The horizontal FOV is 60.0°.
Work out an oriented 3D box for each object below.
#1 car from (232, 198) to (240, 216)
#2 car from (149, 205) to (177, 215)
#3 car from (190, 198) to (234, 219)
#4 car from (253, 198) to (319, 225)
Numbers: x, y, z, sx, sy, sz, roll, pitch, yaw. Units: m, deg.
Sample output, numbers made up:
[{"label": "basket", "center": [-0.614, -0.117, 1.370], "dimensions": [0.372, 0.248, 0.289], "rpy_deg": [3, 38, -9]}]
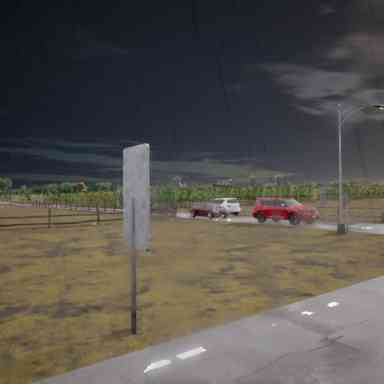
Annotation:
[{"label": "car", "center": [3.086, 1.734, 38.075], "dimensions": [2.150, 2.045, 5.566], "rpy_deg": [0, -1, -36]}, {"label": "car", "center": [-3.818, 2.268, 42.617], "dimensions": [1.895, 1.301, 4.718], "rpy_deg": [0, -1, -36]}, {"label": "car", "center": [1.773, 1.833, 34.862], "dimensions": [2.097, 1.767, 4.553], "rpy_deg": [0, -1, -36]}, {"label": "car", "center": [7.446, 1.516, 26.990], "dimensions": [2.150, 2.045, 5.566], "rpy_deg": [0, -1, -36]}]
